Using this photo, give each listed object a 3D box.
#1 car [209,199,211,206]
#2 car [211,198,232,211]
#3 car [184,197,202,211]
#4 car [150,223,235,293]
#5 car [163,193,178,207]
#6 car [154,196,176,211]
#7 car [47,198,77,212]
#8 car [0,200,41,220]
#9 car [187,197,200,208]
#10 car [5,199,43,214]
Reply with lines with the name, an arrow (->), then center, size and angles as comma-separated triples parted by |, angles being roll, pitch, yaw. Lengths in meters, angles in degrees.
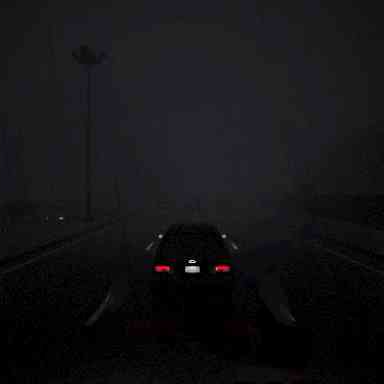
car -> 3.692, 1.564, 50.206 | 1.994, 1.385, 4.181 | 0, 0, 0
car -> 3.615, 1.478, 39.789 | 1.882, 1.535, 5.008 | 0, 0, 0
car -> 0.116, 1.491, 39.895 | 2.128, 1.511, 4.902 | 0, 0, 0
car -> 0.007, 1.548, 8.959 | 2.033, 1.411, 5.357 | 0, 0, 0
car -> -3.308, 1.221, 50.284 | 2.150, 2.045, 5.566 | 0, 0, 0
car -> -3.384, 1.547, 39.954 | 2.033, 1.411, 5.357 | 0, 0, 0
car -> -14.947, 1.478, 38.533 | 1.882, 1.535, 5.008 | 0, 0, 1
car -> -15.049, 1.491, 28.477 | 2.128, 1.511, 4.902 | 0, 0, 0
car -> 0.192, 1.505, 50.230 | 1.837, 1.490, 4.892 | 0, 0, 0
car -> -18.473, 1.564, 36.818 | 1.994, 1.385, 4.181 | 0, 0, 1
